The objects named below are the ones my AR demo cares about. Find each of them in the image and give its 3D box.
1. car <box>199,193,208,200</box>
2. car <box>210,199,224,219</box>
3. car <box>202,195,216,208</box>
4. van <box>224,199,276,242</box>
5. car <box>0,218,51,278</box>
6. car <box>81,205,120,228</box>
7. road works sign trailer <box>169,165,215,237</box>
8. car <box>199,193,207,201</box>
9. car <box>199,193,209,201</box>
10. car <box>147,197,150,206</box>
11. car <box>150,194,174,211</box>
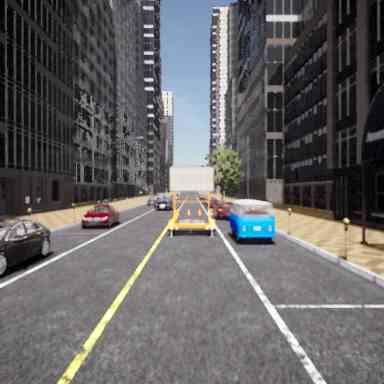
[{"bbox_3d":[2.655,1.068,78.160,1.967,1.590,4.097,0,0,0],"label":"car"},{"bbox_3d":[2.678,1.467,26.929,1.802,1.307,4.206,0,0,0],"label":"car"},{"bbox_3d":[2.670,1.393,44.007,1.802,1.307,4.206,0,0,0],"label":"car"},{"bbox_3d":[2.683,1.275,15.544,1.690,1.788,3.998,0,0,0],"label":"van"},{"bbox_3d":[-5.695,1.509,9.851,2.008,1.369,4.403,0,0,0],"label":"car"},{"bbox_3d":[-5.700,1.491,21.236,1.802,1.307,4.206,0,0,0],"label":"car"},{"bbox_3d":[-0.008,0.389,17.558,2.380,3.560,2.880,0,0,0],"label":"road works sign trailer"},{"bbox_3d":[2.665,1.308,55.391,2.008,1.369,4.403,0,0,0],"label":"car"},{"bbox_3d":[2.658,1.101,72.468,1.967,1.590,4.097,0,0,0],"label":"car"},{"bbox_3d":[-5.713,1.336,49.699,2.008,1.369,4.403,0,0,0],"label":"car"},{"bbox_3d":[-3.111,1.331,37.614,2.128,1.511,4.902,0,0,0],"label":"car"}]
